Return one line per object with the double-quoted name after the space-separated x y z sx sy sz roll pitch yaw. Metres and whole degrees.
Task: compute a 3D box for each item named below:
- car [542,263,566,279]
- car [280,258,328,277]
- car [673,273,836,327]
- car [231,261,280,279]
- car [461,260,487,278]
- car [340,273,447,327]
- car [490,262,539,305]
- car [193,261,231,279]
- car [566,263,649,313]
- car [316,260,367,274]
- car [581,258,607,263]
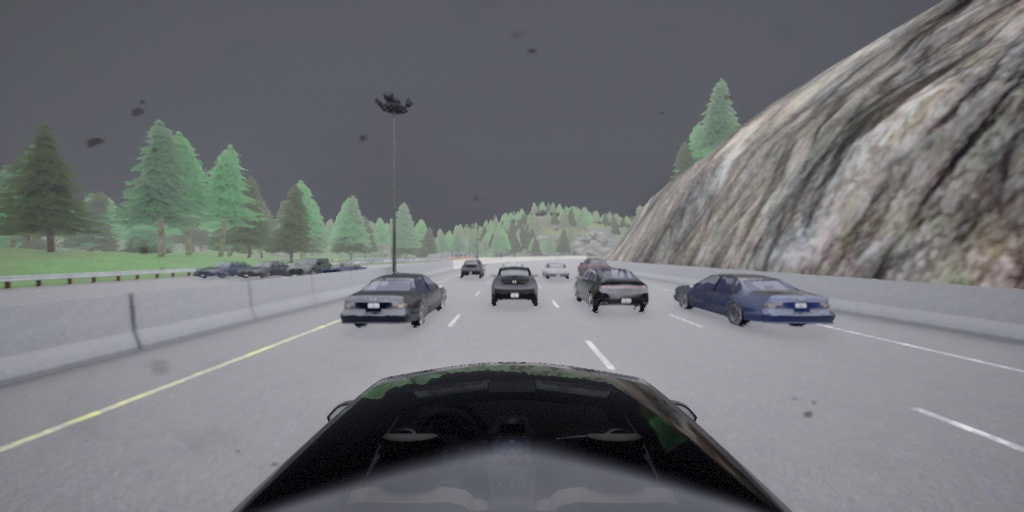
3.610 1.222 30.149 1.895 1.301 4.718 0 0 0 "car"
-17.574 0.970 31.392 2.097 1.767 4.553 0 0 0 "car"
7.104 1.253 11.325 2.033 1.411 5.357 0 0 0 "car"
-21.086 1.167 31.116 2.033 1.411 5.357 0 0 0 "car"
-3.388 1.120 31.752 1.837 1.490 4.892 0 0 0 "car"
-3.397 1.254 11.314 2.033 1.411 5.357 0 0 0 "car"
0.105 1.192 15.638 1.837 1.490 4.892 0 0 0 "car"
-24.584 1.167 31.163 2.033 1.411 5.357 0 0 0 "car"
3.604 1.187 13.717 2.128 1.511 4.902 0 0 0 "car"
-14.085 1.224 30.210 1.895 1.301 4.718 0 0 0 "car"
7.111 0.967 31.416 2.097 1.767 4.553 0 0 0 "car"
